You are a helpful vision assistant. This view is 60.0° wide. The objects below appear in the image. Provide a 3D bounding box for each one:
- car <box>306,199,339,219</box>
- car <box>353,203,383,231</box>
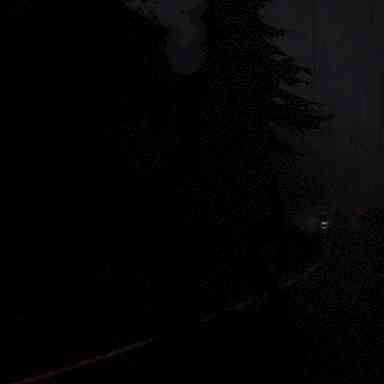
[{"bbox_3d":[14.538,1.843,36.944,2.150,2.045,5.566,-3,-2,39],"label":"car"},{"bbox_3d":[12.724,1.706,22.190,1.837,1.490,4.892,-4,-2,10],"label":"car"}]
